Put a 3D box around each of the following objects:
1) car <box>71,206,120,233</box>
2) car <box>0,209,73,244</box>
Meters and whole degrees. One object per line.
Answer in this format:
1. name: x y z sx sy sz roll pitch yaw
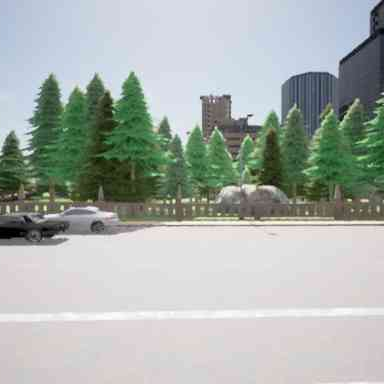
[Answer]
1. car: -6.528 1.563 19.045 4.674 1.442 1.812 0 0 -2
2. car: -8.338 1.638 15.486 4.718 1.301 1.895 0 0 -2
